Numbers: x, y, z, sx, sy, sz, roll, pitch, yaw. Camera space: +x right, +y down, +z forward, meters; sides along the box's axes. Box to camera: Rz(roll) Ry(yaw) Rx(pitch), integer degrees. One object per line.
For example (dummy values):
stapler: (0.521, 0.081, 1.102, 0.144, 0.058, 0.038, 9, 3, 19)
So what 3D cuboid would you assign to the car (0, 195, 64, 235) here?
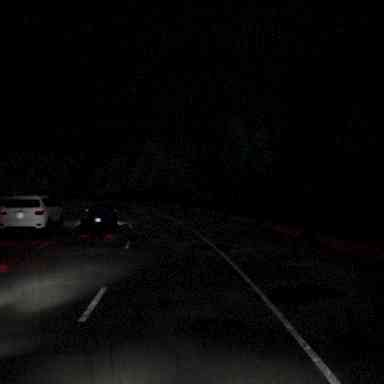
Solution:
car: (-8.796, 1.194, 18.735, 2.150, 2.045, 5.566, 0, 0, -11)

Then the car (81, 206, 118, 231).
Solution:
car: (-5.625, 1.529, 20.477, 1.994, 1.385, 4.181, 0, 0, -11)

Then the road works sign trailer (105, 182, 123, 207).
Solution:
road works sign trailer: (-11.761, 0.380, 49.418, 2.380, 3.560, 2.880, 0, 0, -30)
